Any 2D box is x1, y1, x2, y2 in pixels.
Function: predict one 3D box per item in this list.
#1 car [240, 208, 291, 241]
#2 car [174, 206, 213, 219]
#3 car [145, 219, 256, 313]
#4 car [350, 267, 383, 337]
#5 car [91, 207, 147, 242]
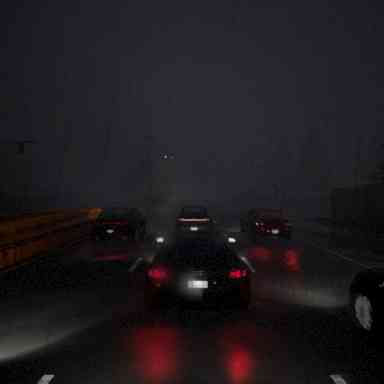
[{"bbox_3d":[3.600,1.526,16.690,1.812,1.442,4.674,0,0,0],"label":"car"},{"bbox_3d":[0.099,1.492,17.697,2.128,1.511,4.902,0,0,0],"label":"car"},{"bbox_3d":[0.100,1.564,7.748,1.994,1.385,4.181,0,0,0],"label":"car"},{"bbox_3d":[3.600,1.506,3.738,1.837,1.490,4.892,0,1,0],"label":"car"},{"bbox_3d":[-3.399,1.477,16.273,1.882,1.535,5.008,0,0,0],"label":"car"}]
